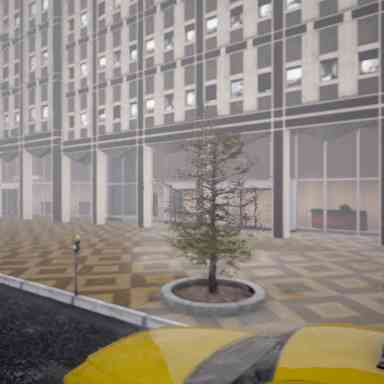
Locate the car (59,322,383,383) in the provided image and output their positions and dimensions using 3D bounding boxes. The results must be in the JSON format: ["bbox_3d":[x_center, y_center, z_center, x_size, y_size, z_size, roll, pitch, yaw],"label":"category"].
[{"bbox_3d":[0.997,1.528,2.155,4.829,1.417,1.752,-1,0,35],"label":"car"}]
